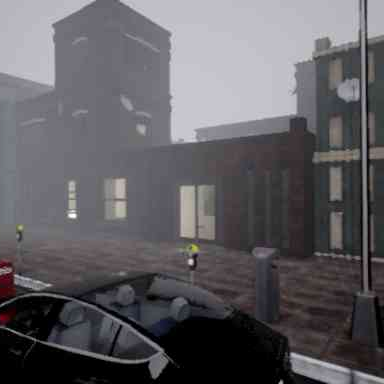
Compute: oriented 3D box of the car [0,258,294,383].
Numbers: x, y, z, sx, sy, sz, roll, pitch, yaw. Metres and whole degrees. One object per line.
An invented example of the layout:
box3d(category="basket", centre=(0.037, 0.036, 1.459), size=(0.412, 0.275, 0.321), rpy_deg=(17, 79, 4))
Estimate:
box3d(category="car", centre=(-1.082, 1.567, 3.656), size=(4.313, 1.339, 1.947), rpy_deg=(0, -1, 36))
